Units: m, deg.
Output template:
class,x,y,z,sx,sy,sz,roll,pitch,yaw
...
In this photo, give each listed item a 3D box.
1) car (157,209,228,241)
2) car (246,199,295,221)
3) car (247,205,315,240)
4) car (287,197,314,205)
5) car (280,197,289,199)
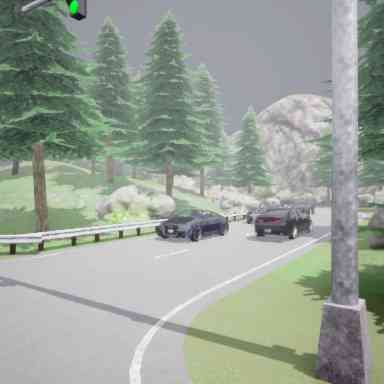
class,x,y,z,sx,sy,sz,roll,pitch,yaw
car,0.139,1.579,16.772,1.994,1.385,4.181,0,0,34
car,5.717,1.507,25.006,2.128,1.511,4.902,0,0,34
car,4.858,1.588,17.320,1.837,1.490,4.892,0,-1,34
car,11.230,1.520,33.608,1.837,1.490,4.892,0,0,27
car,15.067,1.534,52.940,2.128,1.511,4.902,1,-1,-35
